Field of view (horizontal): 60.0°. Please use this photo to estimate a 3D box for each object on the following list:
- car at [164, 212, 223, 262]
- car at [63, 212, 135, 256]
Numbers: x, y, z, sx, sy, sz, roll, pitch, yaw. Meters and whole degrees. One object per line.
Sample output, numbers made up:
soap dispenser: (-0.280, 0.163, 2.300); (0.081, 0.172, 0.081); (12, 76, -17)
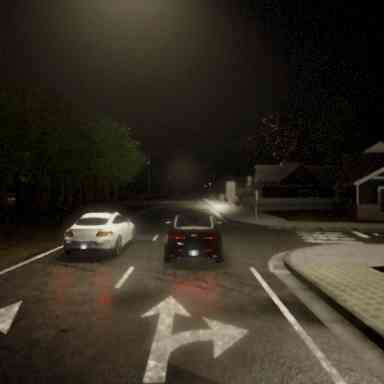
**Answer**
car: (0.066, 1.476, 11.988); (1.837, 1.490, 4.892); (0, 1, 0)
car: (-3.431, 1.491, 12.881); (1.812, 1.442, 4.674); (0, 0, 0)
